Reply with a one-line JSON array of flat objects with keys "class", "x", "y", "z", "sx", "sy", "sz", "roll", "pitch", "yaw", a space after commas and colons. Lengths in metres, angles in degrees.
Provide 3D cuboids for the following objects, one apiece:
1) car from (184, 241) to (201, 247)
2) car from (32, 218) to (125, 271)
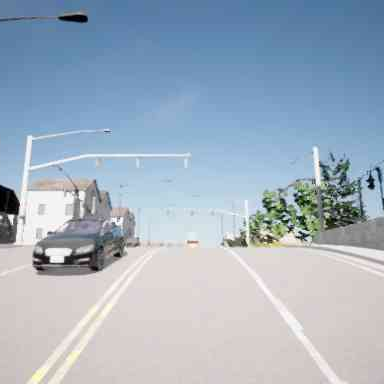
[{"class": "car", "x": 0.097, "y": 7.074, "z": 42.308, "sx": 2.097, "sy": 1.767, "sz": 4.553, "roll": 0, "pitch": -13, "yaw": 0}, {"class": "car", "x": -3.575, "y": 1.658, "z": 11.301, "sx": 2.128, "sy": 1.511, "sz": 4.902, "roll": 0, "pitch": -3, "yaw": 0}]
